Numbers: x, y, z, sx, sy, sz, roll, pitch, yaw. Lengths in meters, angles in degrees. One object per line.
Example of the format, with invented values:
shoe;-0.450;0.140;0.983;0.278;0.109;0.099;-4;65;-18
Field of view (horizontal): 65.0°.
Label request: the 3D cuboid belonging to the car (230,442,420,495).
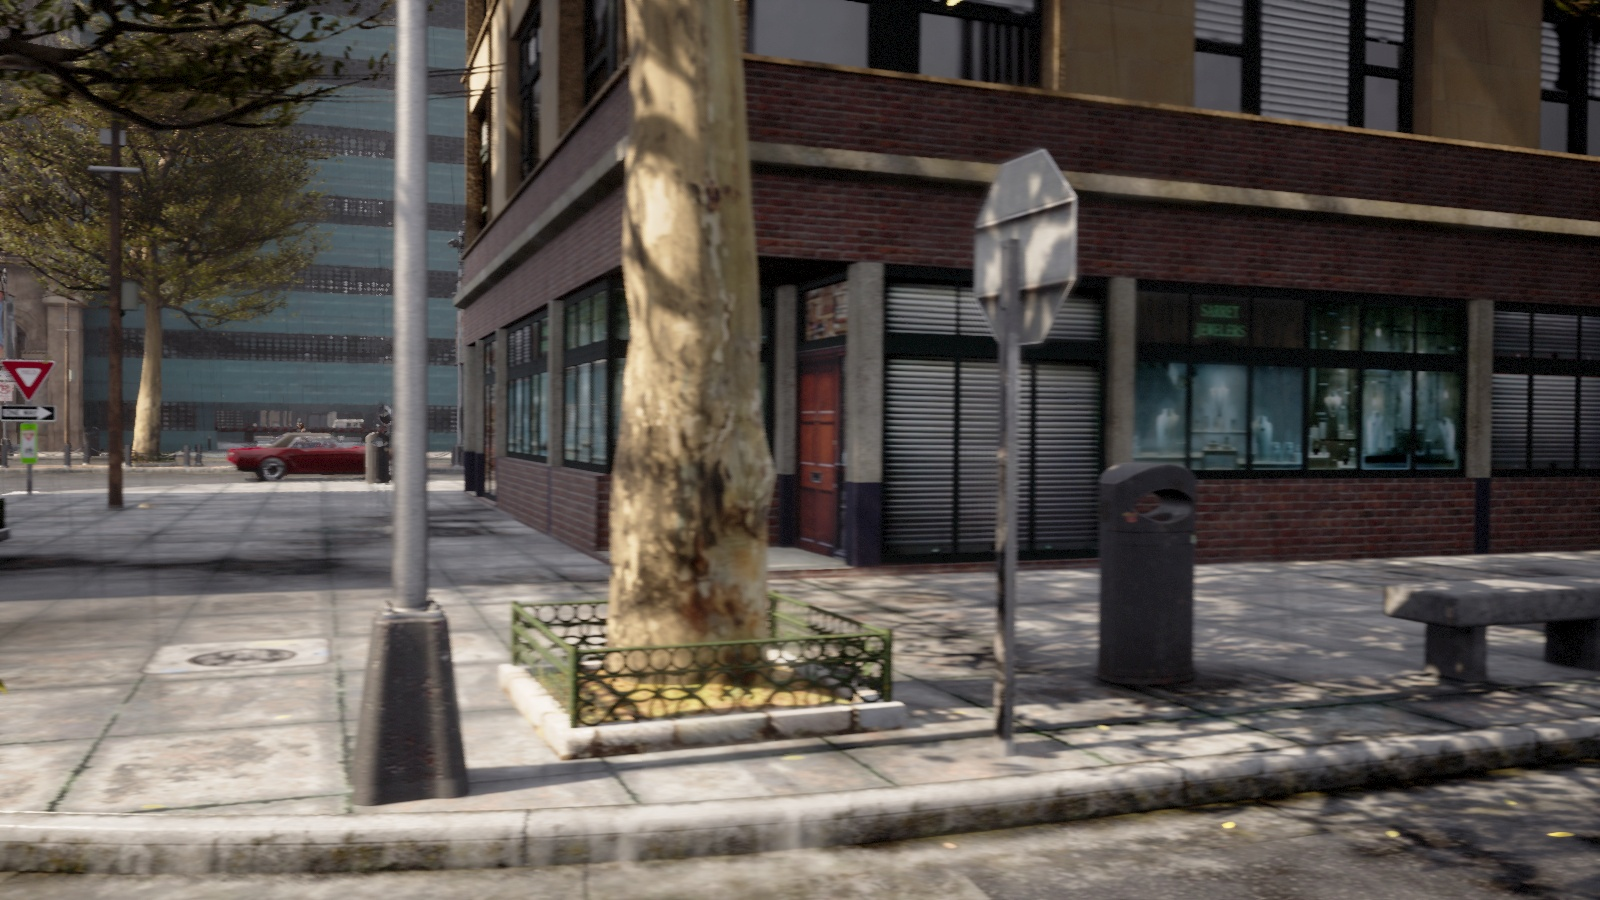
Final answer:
car;-13.224;0.469;35.034;4.718;1.301;1.895;-1;1;-28
